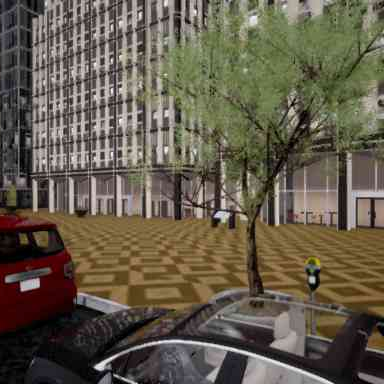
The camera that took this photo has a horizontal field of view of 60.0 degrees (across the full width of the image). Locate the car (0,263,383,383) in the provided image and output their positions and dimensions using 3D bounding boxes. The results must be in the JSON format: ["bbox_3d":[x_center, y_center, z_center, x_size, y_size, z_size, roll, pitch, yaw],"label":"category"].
[{"bbox_3d":[0.410,1.548,2.585,4.403,1.369,2.008,0,0,35],"label":"car"}]

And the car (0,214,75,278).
[{"bbox_3d":[-4.087,1.313,5.793,5.009,1.841,2.192,0,0,36],"label":"car"}]
